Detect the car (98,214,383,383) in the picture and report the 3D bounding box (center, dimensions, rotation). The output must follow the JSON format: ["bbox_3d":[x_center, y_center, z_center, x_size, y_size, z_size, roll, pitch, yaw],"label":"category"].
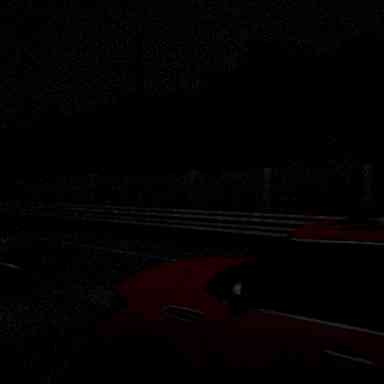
[{"bbox_3d":[1.640,1.218,2.822,5.566,2.045,2.150,0,0,35],"label":"car"}]

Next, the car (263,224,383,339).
[{"bbox_3d":[3.854,1.505,5.542,4.892,1.490,1.837,0,0,35],"label":"car"}]
